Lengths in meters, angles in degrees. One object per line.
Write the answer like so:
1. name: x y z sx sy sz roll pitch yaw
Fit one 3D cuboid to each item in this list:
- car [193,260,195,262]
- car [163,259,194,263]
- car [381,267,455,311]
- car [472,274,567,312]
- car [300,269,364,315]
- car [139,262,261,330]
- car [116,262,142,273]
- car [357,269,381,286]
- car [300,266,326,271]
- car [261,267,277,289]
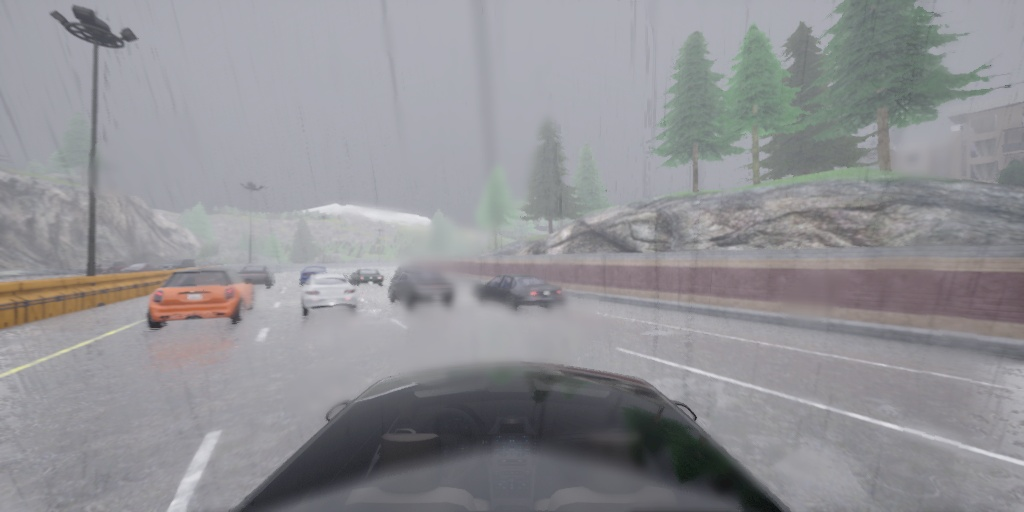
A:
1. car: -39.767 1.680 47.536 2.128 1.511 4.902 1 -1 -19
2. car: -43.032 1.377 46.206 2.150 2.045 5.566 0 -1 -19
3. car: -4.012 1.411 15.583 2.128 1.511 4.902 1 -1 -30
4. car: 0.094 1.485 15.481 2.033 1.411 5.357 1 -1 -30
5. car: -7.366 1.413 14.390 1.812 1.442 4.674 1 -1 -30
6. car: -9.979 1.194 11.926 2.097 1.767 4.553 1 -1 -30
7. car: -46.176 1.646 44.612 1.812 1.442 4.674 0 -1 -19
8. car: -11.344 1.654 27.957 1.895 1.301 4.718 1 -1 -30
9. car: -15.230 1.510 27.742 1.882 1.535 5.008 1 -1 -29
10. car: -17.658 1.475 24.915 2.128 1.511 4.902 1 -1 -29
